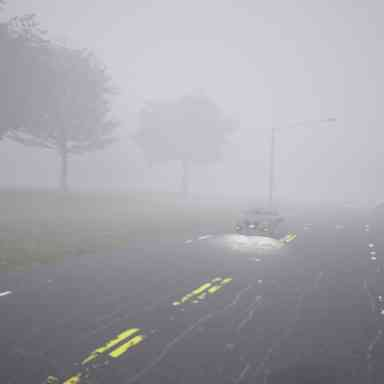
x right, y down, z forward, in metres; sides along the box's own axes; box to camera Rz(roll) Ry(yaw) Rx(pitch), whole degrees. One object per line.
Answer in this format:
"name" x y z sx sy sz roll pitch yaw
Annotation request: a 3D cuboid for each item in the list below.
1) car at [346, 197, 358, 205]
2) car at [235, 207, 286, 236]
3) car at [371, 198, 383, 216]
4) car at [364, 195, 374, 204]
"car" 31.581 1.824 65.473 2.128 1.511 4.902 2 0 30
"car" 3.862 1.513 18.269 1.994 1.385 4.181 1 0 27
"car" 19.525 1.664 33.709 1.882 1.535 5.008 1 0 27
"car" 40.257 1.917 74.664 1.882 1.535 5.008 1 0 27
